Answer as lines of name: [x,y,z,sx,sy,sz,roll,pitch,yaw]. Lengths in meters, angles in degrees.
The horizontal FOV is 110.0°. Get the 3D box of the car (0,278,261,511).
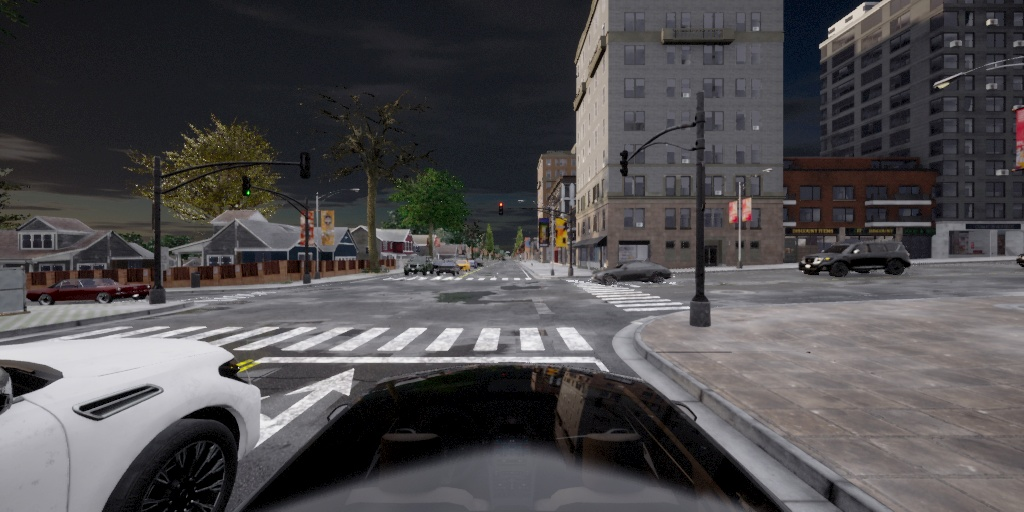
car: [-3.145,0.972,0.564,2.150,2.045,5.566,0,0,0]

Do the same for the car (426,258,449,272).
car: [-9.899,1.136,48.070,2.097,1.767,4.553,0,0,0]

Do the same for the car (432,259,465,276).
car: [-6.640,1.315,37.906,2.033,1.411,5.357,0,0,0]

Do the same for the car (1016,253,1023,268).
car: [34.138,-0.041,21.972,4.902,1.511,2.128,-2,0,0]

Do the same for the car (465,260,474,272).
car: [-6.651,1.261,47.697,1.882,1.535,5.008,0,0,0]

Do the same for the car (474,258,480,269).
car: [-6.654,1.335,57.871,1.812,1.442,4.674,0,0,0]

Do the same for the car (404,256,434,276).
car: [-9.887,0.990,38.598,2.150,2.045,5.566,0,0,0]

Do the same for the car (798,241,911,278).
car: [20.846,0.188,21.930,5.566,2.045,2.150,-2,0,0]

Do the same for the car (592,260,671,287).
car: [7.227,1.012,21.877,4.674,1.442,1.812,-2,0,0]

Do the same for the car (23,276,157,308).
car: [-21.644,1.806,18.537,4.718,1.301,1.895,-2,0,0]
